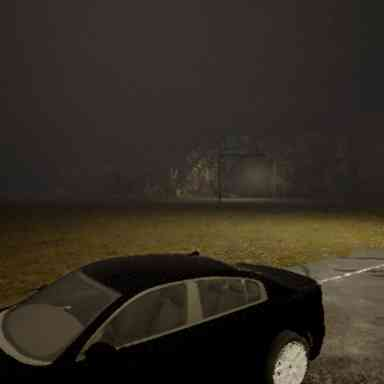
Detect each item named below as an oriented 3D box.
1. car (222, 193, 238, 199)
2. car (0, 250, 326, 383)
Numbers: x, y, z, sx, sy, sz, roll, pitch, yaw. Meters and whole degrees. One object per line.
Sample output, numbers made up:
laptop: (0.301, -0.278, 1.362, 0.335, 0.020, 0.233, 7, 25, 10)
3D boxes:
car: (9.987, 0.931, 87.588, 2.097, 1.767, 4.553, 0, 0, -31)
car: (-0.636, 1.478, 3.538, 5.008, 1.535, 1.882, 0, 0, -35)
